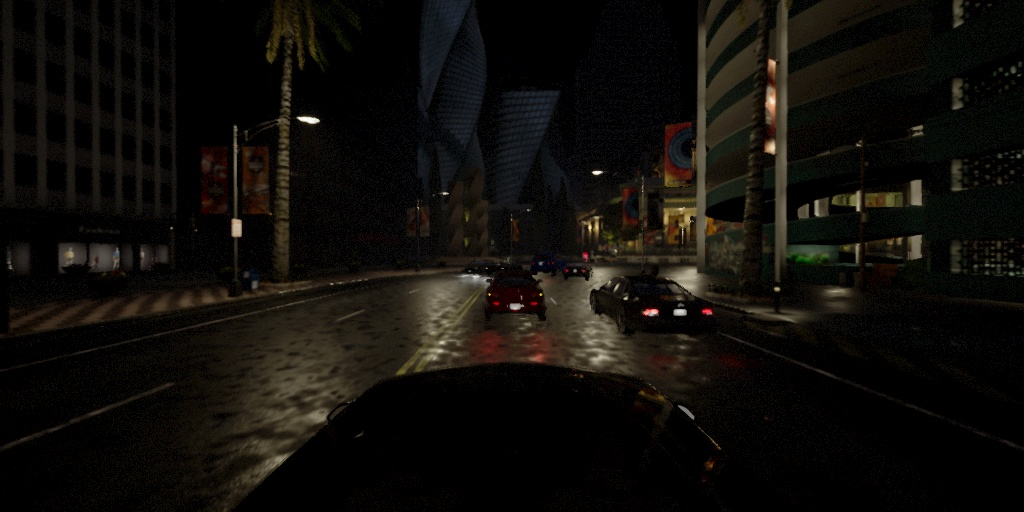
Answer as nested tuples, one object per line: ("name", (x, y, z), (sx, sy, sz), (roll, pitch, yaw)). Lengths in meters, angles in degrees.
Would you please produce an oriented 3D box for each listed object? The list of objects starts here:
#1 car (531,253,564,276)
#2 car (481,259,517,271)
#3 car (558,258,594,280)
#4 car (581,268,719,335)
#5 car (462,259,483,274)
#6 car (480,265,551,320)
("car", (3.540, 0.748, 33.126), (2.150, 2.045, 5.566), (0, 0, 24))
("car", (-0.702, 1.132, 32.472), (1.895, 1.301, 4.718), (0, 0, 22))
("car", (5.368, 1.107, 28.494), (2.033, 1.411, 5.357), (0, 0, 18))
("car", (3.600, 1.237, 10.192), (2.033, 1.411, 5.357), (0, 0, 0))
("car", (-2.896, 1.051, 36.292), (2.033, 1.411, 5.357), (0, 0, 25))
("car", (0.094, 1.201, 12.156), (1.812, 1.442, 4.674), (0, 0, 0))
